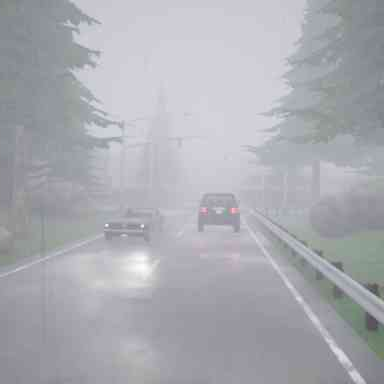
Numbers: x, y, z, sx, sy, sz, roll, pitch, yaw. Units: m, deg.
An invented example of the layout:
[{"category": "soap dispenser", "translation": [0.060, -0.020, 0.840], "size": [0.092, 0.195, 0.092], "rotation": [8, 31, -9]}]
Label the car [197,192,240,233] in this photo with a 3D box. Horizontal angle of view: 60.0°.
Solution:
[{"category": "car", "translation": [1.500, 1.007, 18.554], "size": [2.150, 2.045, 5.566], "rotation": [1, 1, 5]}]

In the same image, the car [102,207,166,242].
[{"category": "car", "translation": [-2.461, 1.373, 15.161], "size": [1.895, 1.301, 4.718], "rotation": [1, 1, 5]}]
